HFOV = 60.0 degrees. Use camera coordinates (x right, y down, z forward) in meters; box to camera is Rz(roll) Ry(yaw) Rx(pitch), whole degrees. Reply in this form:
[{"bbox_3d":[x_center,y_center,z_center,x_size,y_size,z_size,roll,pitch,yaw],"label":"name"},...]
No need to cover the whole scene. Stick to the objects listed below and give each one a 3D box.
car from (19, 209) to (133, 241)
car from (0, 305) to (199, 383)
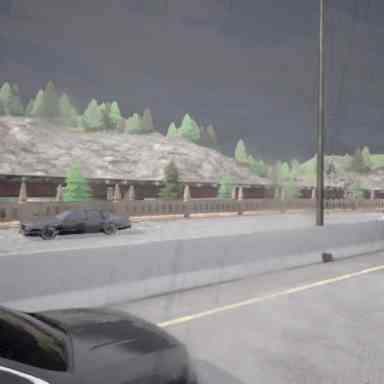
[{"bbox_3d":[-5.784,1.568,17.065,5.357,1.411,2.033,0,0,-36],"label":"car"},{"bbox_3d":[-2.179,1.502,2.192,4.892,1.490,1.837,0,0,-36],"label":"car"}]
